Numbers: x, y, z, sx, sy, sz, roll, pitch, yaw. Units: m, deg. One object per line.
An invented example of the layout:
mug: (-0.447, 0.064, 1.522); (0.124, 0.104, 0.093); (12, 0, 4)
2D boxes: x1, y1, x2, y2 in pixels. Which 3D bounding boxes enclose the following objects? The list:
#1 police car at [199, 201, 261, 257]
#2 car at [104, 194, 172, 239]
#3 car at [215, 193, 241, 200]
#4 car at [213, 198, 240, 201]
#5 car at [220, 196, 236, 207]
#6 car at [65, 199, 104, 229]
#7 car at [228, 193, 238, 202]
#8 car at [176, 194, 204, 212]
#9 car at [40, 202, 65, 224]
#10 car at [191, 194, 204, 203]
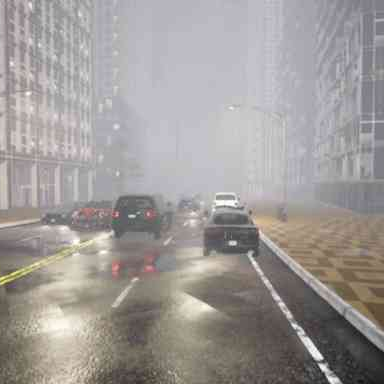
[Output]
police car: (1.415, 1.353, 12.822); (1.930, 1.638, 5.238); (0, 0, 4)
car: (-2.367, 1.120, 16.989); (2.150, 2.045, 5.566); (0, 0, 4)
car: (2.914, 1.067, 28.272); (2.150, 2.045, 5.566); (0, 0, 7)
car: (2.223, 1.401, 22.432); (1.812, 1.442, 4.674); (0, 0, 6)
car: (5.221, 1.329, 47.617); (1.895, 1.301, 4.718); (0, 0, 11)
car: (-5.525, 1.226, 20.224); (2.097, 1.767, 4.553); (0, 0, 5)
car: (8.071, 1.087, 65.688); (1.882, 1.535, 5.008); (0, 0, 7)
car: (-0.234, 1.283, 34.833); (2.128, 1.511, 4.902); (0, 0, 9)
car: (-8.495, 1.394, 23.596); (2.033, 1.411, 5.357); (0, 0, 6)
car: (1.052, 1.122, 62.010); (1.837, 1.490, 4.892); (0, 1, 9)
